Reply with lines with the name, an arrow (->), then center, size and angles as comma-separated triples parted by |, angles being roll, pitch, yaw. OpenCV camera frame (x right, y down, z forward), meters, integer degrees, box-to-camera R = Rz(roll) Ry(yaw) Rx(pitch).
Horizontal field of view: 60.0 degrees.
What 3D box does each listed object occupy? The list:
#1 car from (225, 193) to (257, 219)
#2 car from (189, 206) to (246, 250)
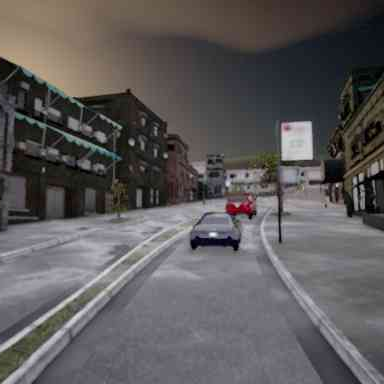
car -> 4.227, 1.131, 28.348 | 2.150, 2.045, 5.566 | -2, 0, 16
car -> 1.141, 1.545, 14.415 | 1.994, 1.385, 4.181 | -1, 0, 10
